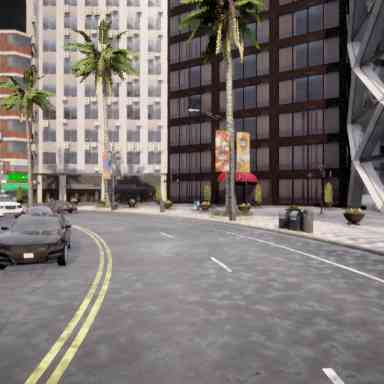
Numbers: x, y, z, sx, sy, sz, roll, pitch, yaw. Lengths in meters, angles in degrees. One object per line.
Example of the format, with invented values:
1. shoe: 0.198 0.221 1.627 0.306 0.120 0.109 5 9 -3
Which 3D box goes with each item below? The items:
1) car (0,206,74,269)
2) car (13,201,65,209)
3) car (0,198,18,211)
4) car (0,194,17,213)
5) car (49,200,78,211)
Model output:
1. car: -5.264 1.477 11.525 1.882 1.535 5.008 0 0 -18
2. car: -9.571 1.524 20.628 1.812 1.442 4.674 0 0 -35
3. car: -23.664 1.522 40.636 4.674 1.442 1.812 0 0 24
4. car: -16.595 1.219 28.413 5.566 2.045 2.150 0 0 39
5. car: -14.572 1.544 35.671 5.357 1.411 2.033 0 0 35
